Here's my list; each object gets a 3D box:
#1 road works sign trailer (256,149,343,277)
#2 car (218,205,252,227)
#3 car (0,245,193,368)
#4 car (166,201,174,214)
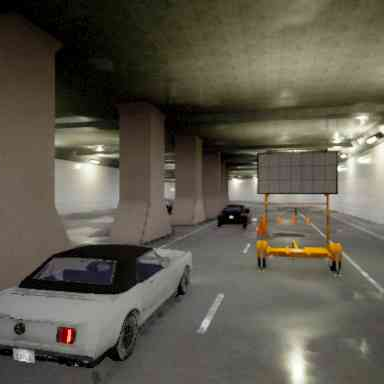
[{"bbox_3d":[3.279,0.474,10.485,2.380,3.560,2.880,0,0,14],"label":"road works sign trailer"},{"bbox_3d":[3.029,1.587,23.151,1.994,1.385,4.181,0,0,14],"label":"car"},{"bbox_3d":[-1.385,1.608,6.000,1.895,1.301,4.718,0,0,14],"label":"car"},{"bbox_3d":[-1.662,1.586,34.095,2.033,1.411,5.357,0,0,13],"label":"car"}]
